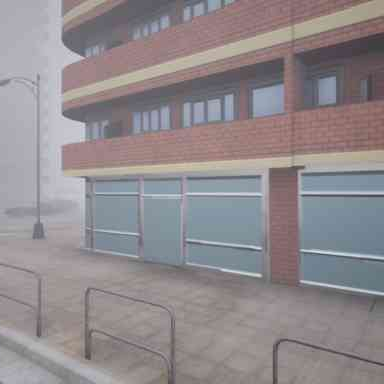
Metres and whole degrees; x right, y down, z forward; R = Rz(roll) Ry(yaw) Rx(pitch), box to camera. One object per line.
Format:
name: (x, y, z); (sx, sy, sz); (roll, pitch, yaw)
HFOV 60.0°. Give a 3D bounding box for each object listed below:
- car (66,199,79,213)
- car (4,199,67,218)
car: (-14.405, 1.505, 35.446); (1.837, 1.490, 4.892); (0, 0, 36)
car: (-14.121, 1.601, 29.910); (1.895, 1.301, 4.718); (0, 0, 36)
